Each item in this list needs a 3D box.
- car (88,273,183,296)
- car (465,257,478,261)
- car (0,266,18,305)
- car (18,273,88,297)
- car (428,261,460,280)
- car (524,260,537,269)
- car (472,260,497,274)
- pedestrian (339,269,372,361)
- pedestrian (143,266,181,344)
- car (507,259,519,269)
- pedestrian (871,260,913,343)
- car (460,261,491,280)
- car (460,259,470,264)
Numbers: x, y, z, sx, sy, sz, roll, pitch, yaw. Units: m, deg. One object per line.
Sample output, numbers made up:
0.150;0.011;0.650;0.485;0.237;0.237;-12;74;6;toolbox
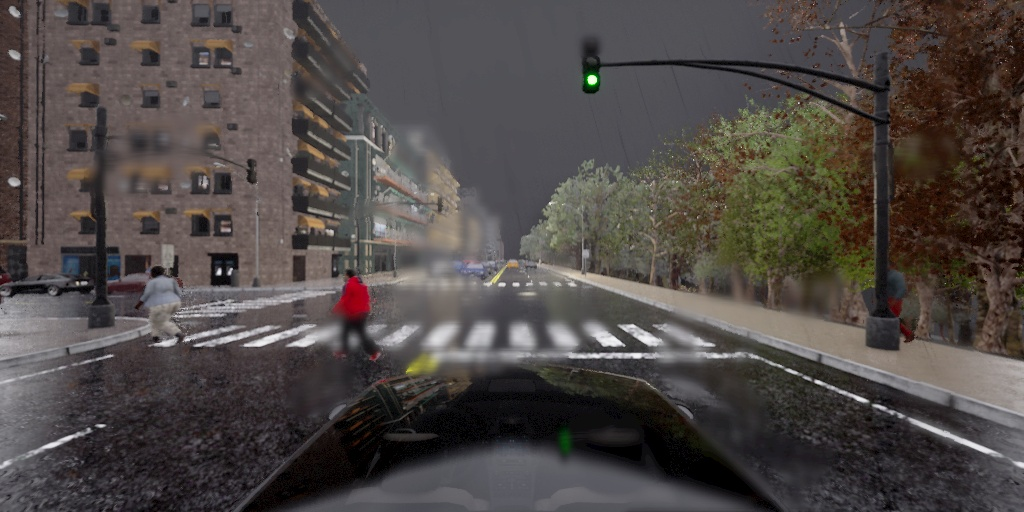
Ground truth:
-22.728;1.682;22.048;4.207;1.307;1.802;0;0;-1;car
-6.444;1.227;56.472;2.150;2.045;5.566;0;0;0;car
-22.629;1.386;13.401;5.009;1.841;2.192;0;0;-1;car
-28.295;1.736;21.962;4.313;1.339;1.948;0;0;-1;car
-6.519;1.385;33.494;2.128;1.511;4.902;0;0;0;car
3.415;1.612;64.767;1.994;1.385;4.181;0;0;0;car
-3.245;1.483;42.343;2.033;1.411;5.357;0;0;0;car
-2.994;1.067;6.883;0.375;1.860;0.375;0;0;0;pedestrian
-7.979;1.073;8.188;0.375;1.860;0.375;0;0;0;pedestrian
0.164;1.523;64.359;1.882;1.535;5.008;0;0;0;car
7.983;0.918;7.546;0.375;1.860;0.375;0;0;0;pedestrian
-3.260;1.416;32.755;1.812;1.442;4.674;0;0;0;car
-6.489;1.415;42.728;1.882;1.535;5.008;0;0;0;car
